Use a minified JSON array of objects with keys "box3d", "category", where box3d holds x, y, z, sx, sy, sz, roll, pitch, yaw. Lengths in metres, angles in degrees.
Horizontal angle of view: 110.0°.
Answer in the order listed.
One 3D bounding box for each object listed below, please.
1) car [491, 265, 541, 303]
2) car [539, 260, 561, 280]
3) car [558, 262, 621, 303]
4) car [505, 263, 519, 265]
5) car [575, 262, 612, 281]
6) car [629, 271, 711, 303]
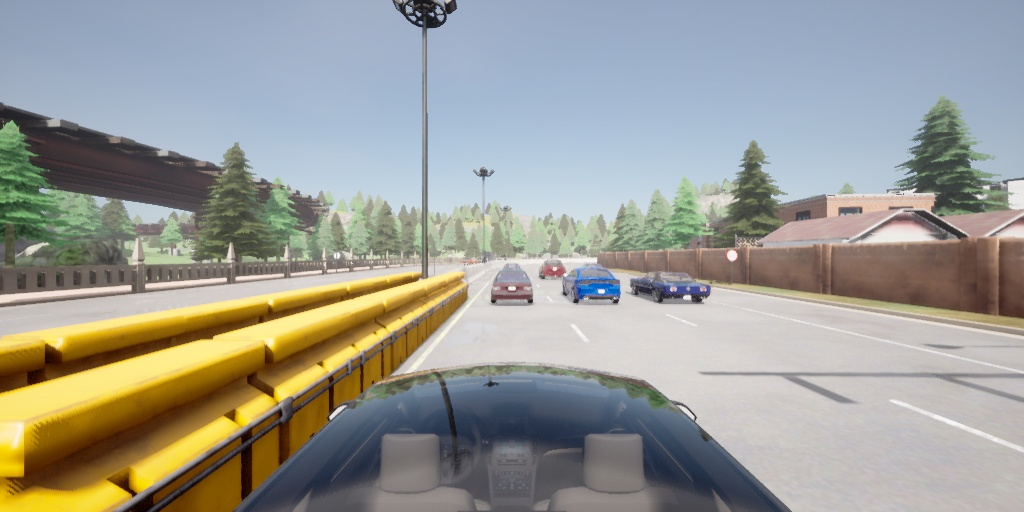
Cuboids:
[{"box3d":[0.000,1.310,16.500,2.033,1.411,5.357,0,0,0],"category":"car"},{"box3d":[3.500,1.114,31.470,2.097,1.767,4.553,0,0,0],"category":"car"},{"box3d":[3.500,1.232,16.500,1.882,1.535,5.008,0,0,0],"category":"car"},{"box3d":[0.000,1.311,31.500,2.033,1.411,5.357,0,0,0],"category":"car"},{"box3d":[7.000,1.311,31.500,2.033,1.411,5.357,0,0,0],"category":"car"},{"box3d":[7.000,1.364,16.530,1.895,1.301,4.718,0,0,0],"category":"car"}]
